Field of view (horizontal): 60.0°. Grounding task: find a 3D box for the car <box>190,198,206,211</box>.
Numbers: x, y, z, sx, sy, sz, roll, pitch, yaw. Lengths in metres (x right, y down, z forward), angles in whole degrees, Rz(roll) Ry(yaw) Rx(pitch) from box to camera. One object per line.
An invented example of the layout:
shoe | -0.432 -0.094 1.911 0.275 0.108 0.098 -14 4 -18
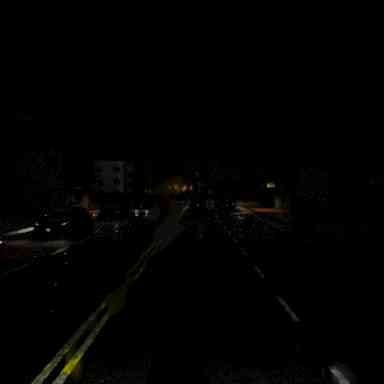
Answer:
car | 0.777 1.586 42.156 1.994 1.385 4.181 0 0 1

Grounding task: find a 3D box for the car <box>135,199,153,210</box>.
car | -6.222 1.569 43.170 1.994 1.385 4.181 0 0 1

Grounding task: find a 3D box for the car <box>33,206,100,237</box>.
car | -6.771 1.517 18.078 1.812 1.442 4.674 0 0 1

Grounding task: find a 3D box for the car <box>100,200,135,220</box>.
car | -6.570 1.474 28.475 1.882 1.535 5.008 0 0 2

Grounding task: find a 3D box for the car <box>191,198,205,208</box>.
car | 0.941 1.590 50.692 1.994 1.385 4.181 0 0 1

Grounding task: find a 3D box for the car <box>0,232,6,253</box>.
car | -6.963 1.534 8.356 2.033 1.411 5.357 0 0 1

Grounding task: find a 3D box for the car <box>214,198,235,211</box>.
car | 4.276 1.595 42.089 1.994 1.385 4.181 0 0 1

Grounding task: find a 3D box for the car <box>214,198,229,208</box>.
car | 4.456 1.599 50.551 1.994 1.385 4.181 0 0 2
